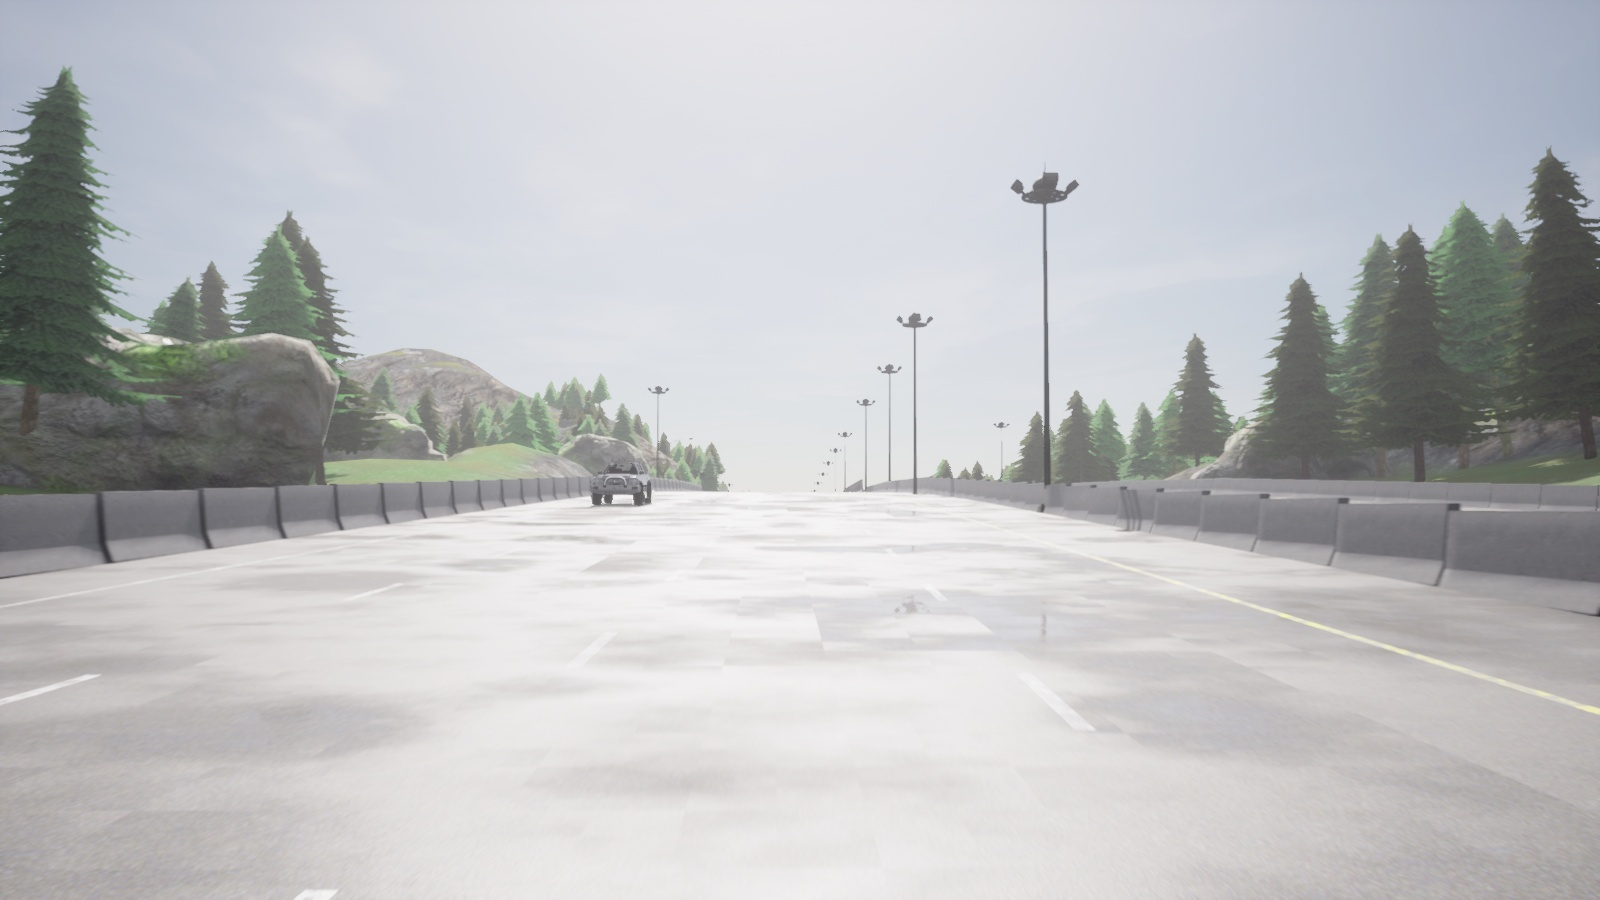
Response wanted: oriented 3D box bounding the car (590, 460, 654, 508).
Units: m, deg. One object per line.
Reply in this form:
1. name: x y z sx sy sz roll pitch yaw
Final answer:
1. car: -7.125 1.340 50.627 1.932 1.855 4.605 0 -1 0
